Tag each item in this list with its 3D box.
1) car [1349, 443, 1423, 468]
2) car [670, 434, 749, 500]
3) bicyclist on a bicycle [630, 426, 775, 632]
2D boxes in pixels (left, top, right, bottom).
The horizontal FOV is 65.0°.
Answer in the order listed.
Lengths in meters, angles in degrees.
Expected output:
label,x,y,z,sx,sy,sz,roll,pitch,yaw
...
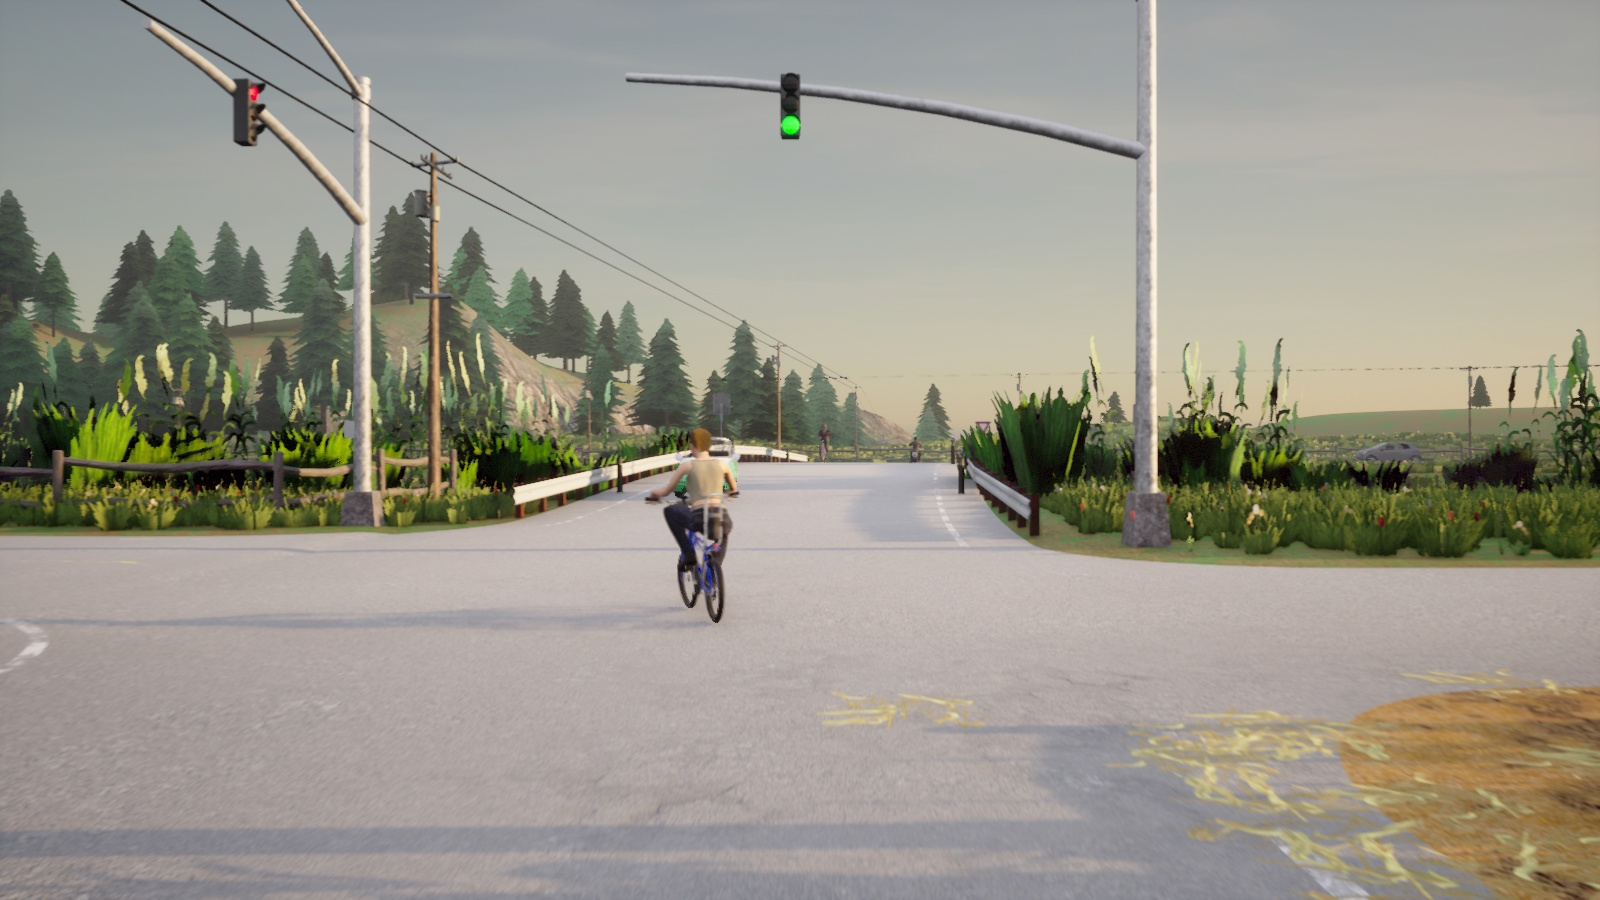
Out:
label,x,y,z,sx,sy,sz,roll,pitch,yaw
car,35.455,0.342,76.030,3.633,1.501,1.845,0,0,6
car,-2.060,0.364,29.052,1.481,1.376,2.207,0,3,5
bicyclist on a bicycle,-0.874,0.618,10.785,0.866,1.612,1.509,-1,1,-18
